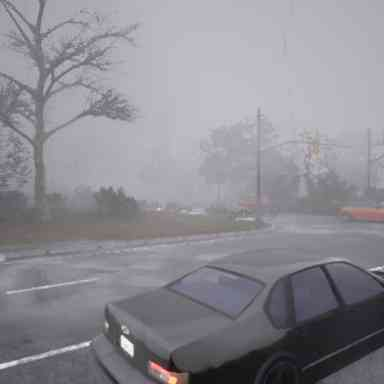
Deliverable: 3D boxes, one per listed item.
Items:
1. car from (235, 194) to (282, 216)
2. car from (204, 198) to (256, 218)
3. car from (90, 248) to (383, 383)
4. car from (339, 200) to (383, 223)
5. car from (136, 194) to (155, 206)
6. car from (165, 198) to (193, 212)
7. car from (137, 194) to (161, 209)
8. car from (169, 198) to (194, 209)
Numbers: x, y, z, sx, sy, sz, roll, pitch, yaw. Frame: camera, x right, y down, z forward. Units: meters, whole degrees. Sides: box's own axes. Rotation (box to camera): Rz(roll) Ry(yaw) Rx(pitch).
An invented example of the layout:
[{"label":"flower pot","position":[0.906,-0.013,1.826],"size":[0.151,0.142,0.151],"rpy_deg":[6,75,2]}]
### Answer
[{"label":"car","position":[6.209,1.215,32.558],"size":[2.150,2.045,5.566],"rpy_deg":[0,0,-30]},{"label":"car","position":[3.149,1.544,30.862],"size":[2.033,1.411,5.357],"rpy_deg":[0,0,-30]},{"label":"car","position":[1.422,1.546,4.696],"size":[5.357,1.411,2.033],"rpy_deg":[0,0,-35]},{"label":"car","position":[12.767,1.347,23.006],"size":[2.097,1.767,4.553],"rpy_deg":[0,0,-39]},{"label":"car","position":[-8.749,1.427,62.147],"size":[2.150,2.045,5.566],"rpy_deg":[0,-1,-24]},{"label":"car","position":[-1.569,1.529,39.335],"size":[1.837,1.490,4.892],"rpy_deg":[0,0,-28]},{"label":"car","position":[-6.138,1.438,48.240],"size":[2.097,1.767,4.553],"rpy_deg":[0,0,-27]},{"label":"car","position":[-1.530,1.624,46.772],"size":[1.994,1.385,4.181],"rpy_deg":[0,0,-27]}]
